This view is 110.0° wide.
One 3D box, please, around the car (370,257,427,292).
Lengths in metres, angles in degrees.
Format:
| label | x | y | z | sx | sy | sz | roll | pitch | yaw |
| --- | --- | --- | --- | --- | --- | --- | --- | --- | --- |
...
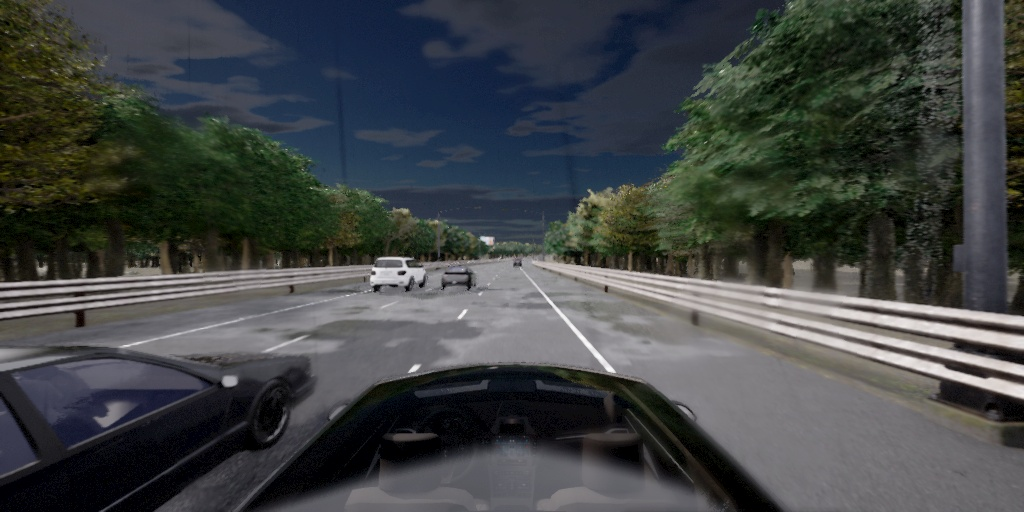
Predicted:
| label | x | y | z | sx | sy | sz | roll | pitch | yaw |
| --- | --- | --- | --- | --- | --- | --- | --- | --- | --- |
| car | -6.905 | 1.106 | 22.391 | 2.150 | 2.045 | 5.566 | 0 | 0 | 0 |

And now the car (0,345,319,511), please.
| label | x | y | z | sx | sy | sz | roll | pitch | yaw |
| --- | --- | --- | --- | --- | --- | --- | --- | --- | --- |
| car | -3.400 | 1.300 | 2.130 | 2.033 | 1.411 | 5.357 | 0 | 0 | 0 |

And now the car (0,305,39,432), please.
| label | x | y | z | sx | sy | sz | roll | pitch | yaw |
| --- | --- | --- | --- | --- | --- | --- | --- | --- | --- |
| car | -6.900 | 1.298 | 1.780 | 2.033 | 1.411 | 5.357 | 0 | 0 | 0 |

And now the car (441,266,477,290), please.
| label | x | y | z | sx | sy | sz | roll | pitch | yaw |
| --- | --- | --- | --- | --- | --- | --- | --- | --- | --- |
| car | -3.405 | 1.384 | 23.648 | 2.128 | 1.511 | 4.902 | 0 | 0 | 0 |
